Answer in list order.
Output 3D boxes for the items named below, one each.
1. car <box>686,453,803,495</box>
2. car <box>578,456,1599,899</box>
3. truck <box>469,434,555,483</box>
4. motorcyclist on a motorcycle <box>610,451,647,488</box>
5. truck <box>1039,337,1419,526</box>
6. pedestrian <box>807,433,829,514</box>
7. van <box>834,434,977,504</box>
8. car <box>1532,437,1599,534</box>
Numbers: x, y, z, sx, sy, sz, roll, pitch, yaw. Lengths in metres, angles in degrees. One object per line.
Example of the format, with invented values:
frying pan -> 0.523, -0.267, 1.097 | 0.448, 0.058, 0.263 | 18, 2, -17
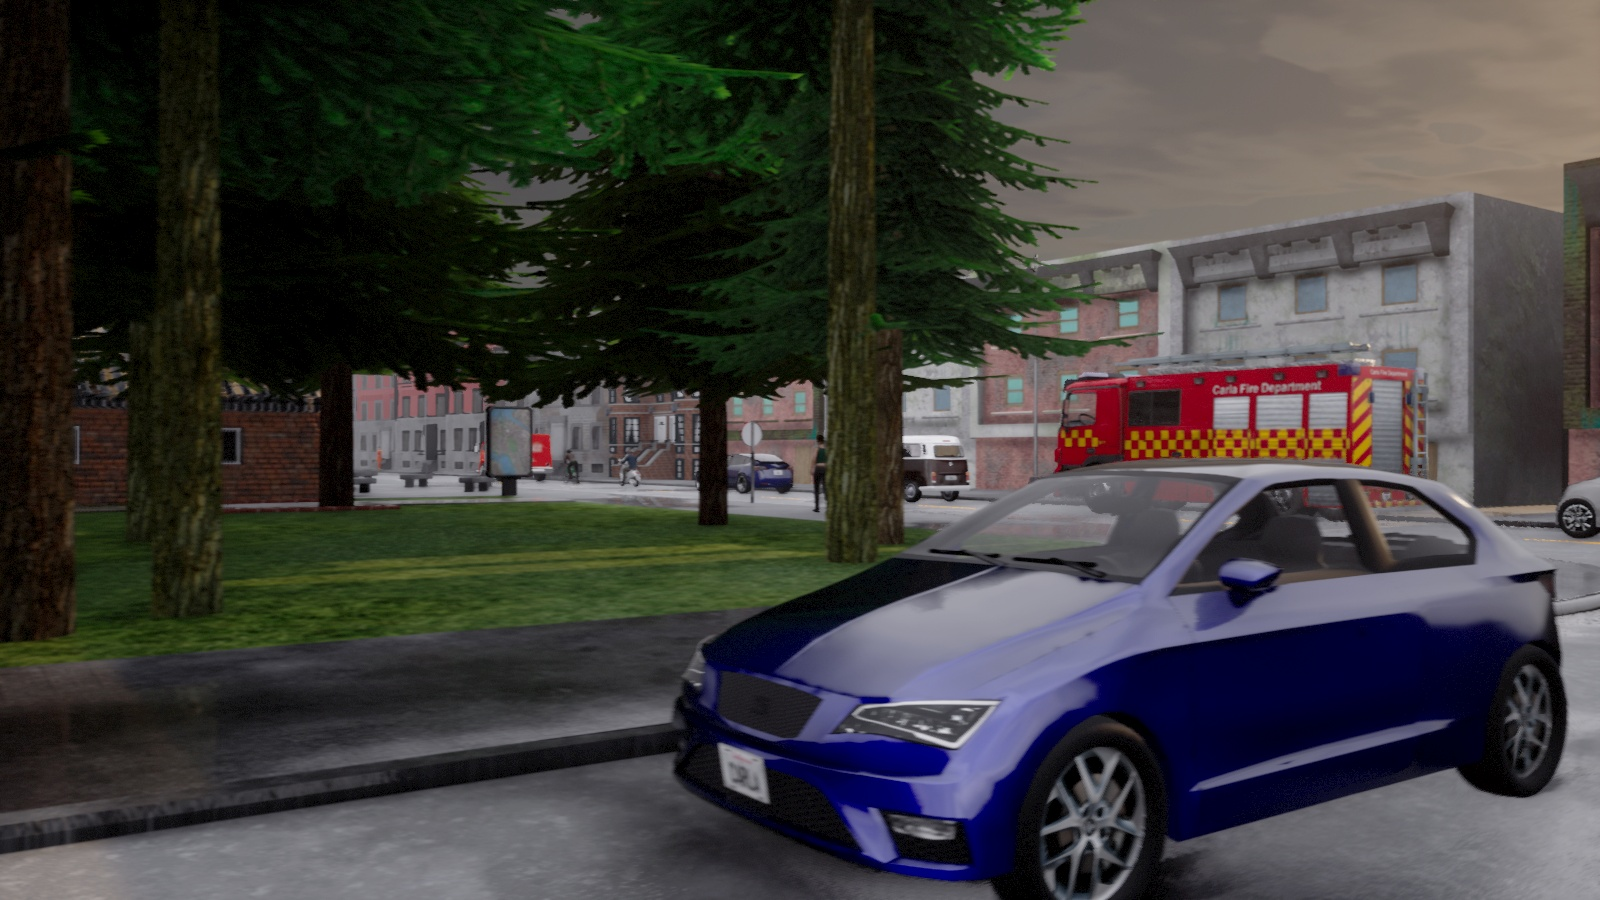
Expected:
car -> -2.151, 0.863, 46.994 | 2.163, 1.488, 4.792 | 0, 0, -35
car -> 1.395, 0.768, 5.231 | 4.193, 1.474, 1.816 | 0, 0, -35
truck -> -15.176, 0.451, 65.916 | 2.627, 2.467, 5.204 | 0, 0, -35
motorcyclist on a motorcycle -> -7.482, 0.847, 54.749 | 0.866, 1.590, 1.817 | 0, 0, -35
truck -> 9.761, -0.369, 29.751 | 2.891, 3.827, 8.468 | 0, 0, -35
pedestrian -> 0.413, 0.523, 28.721 | 0.345, 1.836, 0.594 | 0, 0, -15
van -> 3.229, 0.556, 39.164 | 2.069, 2.038, 4.480 | 0, 0, -34
car -> 15.176, 0.609, 21.149 | 2.242, 1.667, 4.611 | 0, 0, -17
